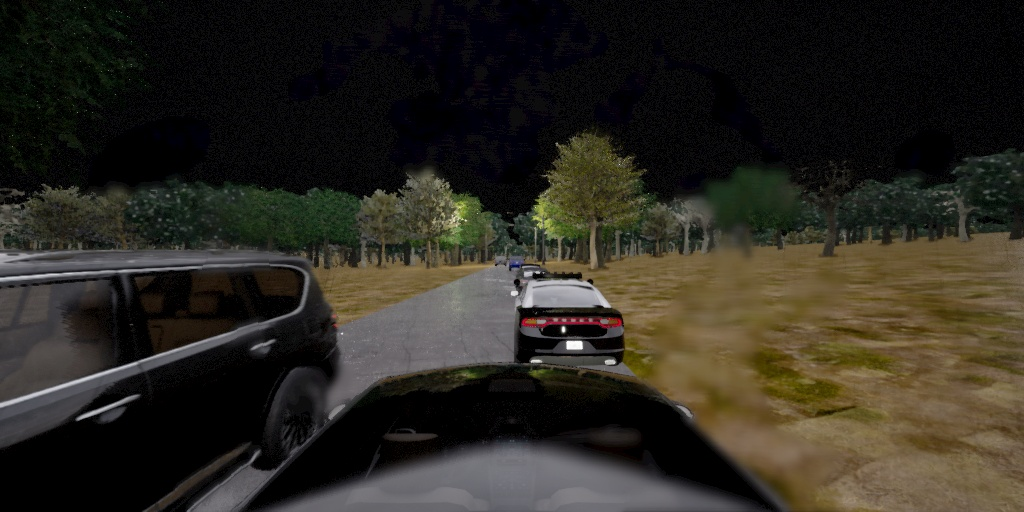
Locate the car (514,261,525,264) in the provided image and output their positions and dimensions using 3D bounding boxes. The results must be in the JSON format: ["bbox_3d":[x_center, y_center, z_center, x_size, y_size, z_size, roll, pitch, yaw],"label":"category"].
[{"bbox_3d":[1.193,1.259,24.002,1.837,1.490,4.892,0,0,1],"label":"car"}]

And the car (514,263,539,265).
[{"bbox_3d":[1.119,1.276,18.003,1.812,1.442,4.674,0,0,1],"label":"car"}]

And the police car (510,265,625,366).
[{"bbox_3d":[0.996,1.174,8.112,1.930,1.638,5.238,0,0,1],"label":"police car"}]

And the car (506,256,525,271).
[{"bbox_3d":[0.675,0.999,50.099,2.150,2.045,5.566,0,0,1],"label":"car"}]

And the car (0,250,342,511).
[{"bbox_3d":[-3.081,0.971,1.942,2.150,2.045,5.566,0,0,1],"label":"car"}]
